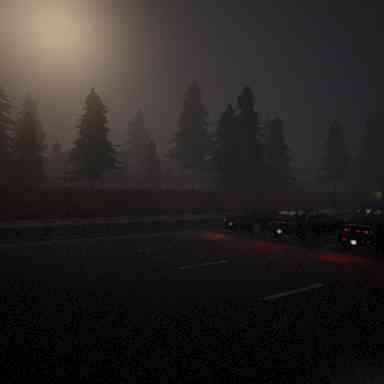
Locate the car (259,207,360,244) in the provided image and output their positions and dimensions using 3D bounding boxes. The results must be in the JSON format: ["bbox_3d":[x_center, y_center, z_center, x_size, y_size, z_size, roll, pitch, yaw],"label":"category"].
[{"bbox_3d":[6.007,1.629,16.750,4.902,1.511,2.128,1,0,-35],"label":"car"}]

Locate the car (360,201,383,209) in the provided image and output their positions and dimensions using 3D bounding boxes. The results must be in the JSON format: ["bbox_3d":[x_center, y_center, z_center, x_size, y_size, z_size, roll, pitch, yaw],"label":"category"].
[{"bbox_3d":[16.014,1.625,28.192,4.553,1.767,2.097,1,-1,-35],"label":"car"}]

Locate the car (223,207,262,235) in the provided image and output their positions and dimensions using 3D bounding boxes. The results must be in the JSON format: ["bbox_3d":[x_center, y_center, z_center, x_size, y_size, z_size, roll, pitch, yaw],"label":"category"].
[{"bbox_3d":[4.127,1.616,19.706,5.008,1.535,1.882,0,0,-35],"label":"car"}]

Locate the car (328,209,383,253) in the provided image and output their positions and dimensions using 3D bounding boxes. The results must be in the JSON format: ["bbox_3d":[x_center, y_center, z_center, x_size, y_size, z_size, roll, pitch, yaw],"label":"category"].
[{"bbox_3d":[8.055,1.644,13.911,4.892,1.490,1.837,0,0,-35],"label":"car"}]
